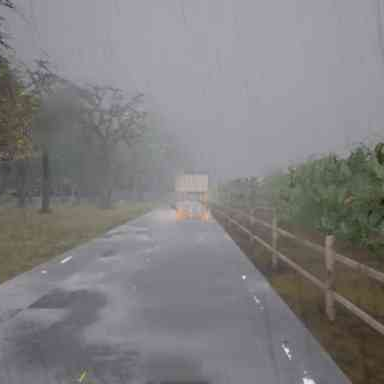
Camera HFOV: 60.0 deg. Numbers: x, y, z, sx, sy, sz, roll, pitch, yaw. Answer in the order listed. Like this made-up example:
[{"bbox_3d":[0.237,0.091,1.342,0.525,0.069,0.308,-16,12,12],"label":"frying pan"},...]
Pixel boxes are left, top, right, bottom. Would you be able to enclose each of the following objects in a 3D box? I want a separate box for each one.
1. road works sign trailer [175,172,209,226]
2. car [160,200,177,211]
[{"bbox_3d":[0.005,0.424,23.123,2.380,3.560,2.880,0,0,0],"label":"road works sign trailer"},{"bbox_3d":[-2.834,1.595,40.710,1.895,1.301,4.718,0,0,0],"label":"car"}]
